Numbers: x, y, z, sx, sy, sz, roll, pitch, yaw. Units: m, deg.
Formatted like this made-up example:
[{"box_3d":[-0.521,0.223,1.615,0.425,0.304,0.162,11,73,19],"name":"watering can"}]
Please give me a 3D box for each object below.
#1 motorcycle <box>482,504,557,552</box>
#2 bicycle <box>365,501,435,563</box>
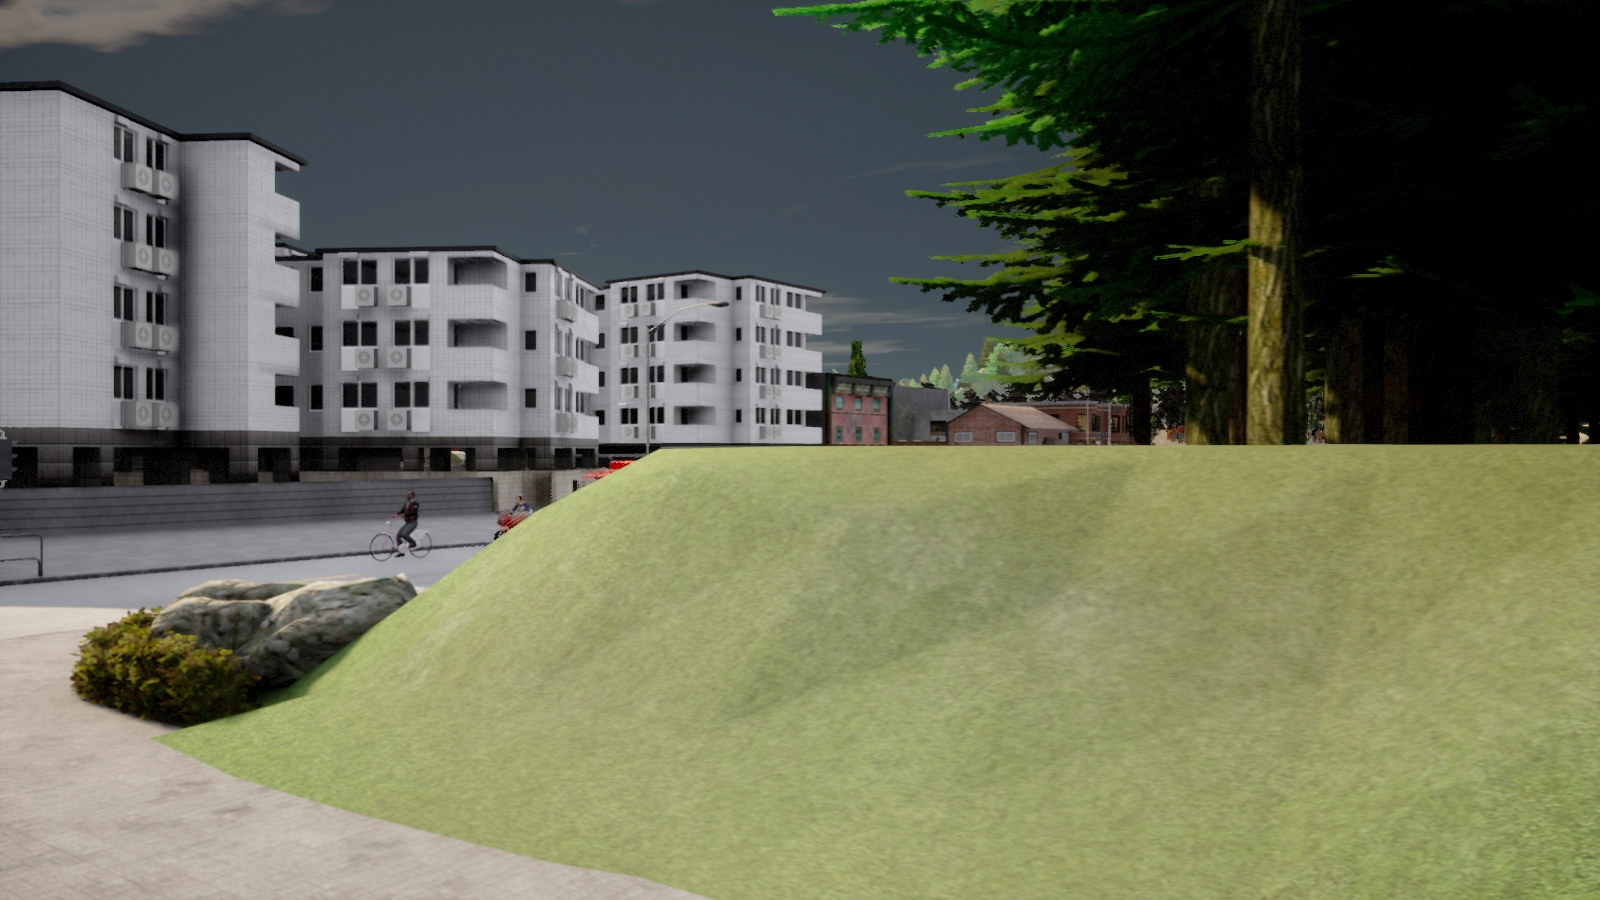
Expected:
[{"box_3d":[-7.894,2.186,32.288,0.803,1.199,2.033,0,0,35],"name":"motorcycle"},{"box_3d":[-10.155,2.060,29.049,0.329,1.471,1.835,0,0,35],"name":"bicycle"}]
